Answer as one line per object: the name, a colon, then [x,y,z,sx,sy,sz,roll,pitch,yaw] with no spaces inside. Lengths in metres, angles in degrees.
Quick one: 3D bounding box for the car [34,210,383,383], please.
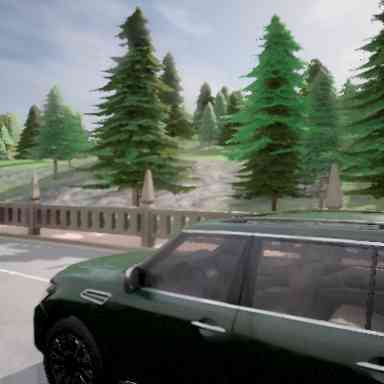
car: [0.796,1.202,3.254,5.566,2.045,2.150,1,0,35]
